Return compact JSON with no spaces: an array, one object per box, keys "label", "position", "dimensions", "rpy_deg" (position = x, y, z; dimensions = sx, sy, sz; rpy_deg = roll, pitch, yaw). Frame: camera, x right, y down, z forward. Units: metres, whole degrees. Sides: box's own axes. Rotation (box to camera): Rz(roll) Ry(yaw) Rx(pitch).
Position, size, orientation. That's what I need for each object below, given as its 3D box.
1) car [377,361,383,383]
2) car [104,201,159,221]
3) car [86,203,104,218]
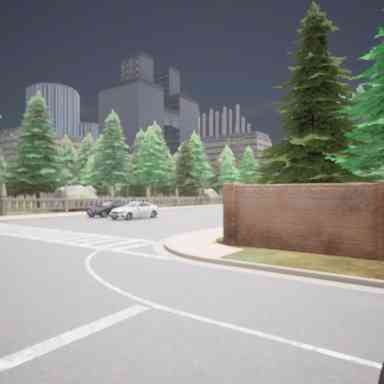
[{"label":"car","position":[3.532,1.505,1.442],"dimensions":[4.892,1.490,1.837],"rpy_deg":[0,0,36]},{"label":"car","position":[-4.681,1.520,27.637],"dimensions":[1.812,1.442,4.674],"rpy_deg":[0,0,35]},{"label":"car","position":[-7.262,1.519,30.048],"dimensions":[1.812,1.442,4.674],"rpy_deg":[0,0,35]}]
